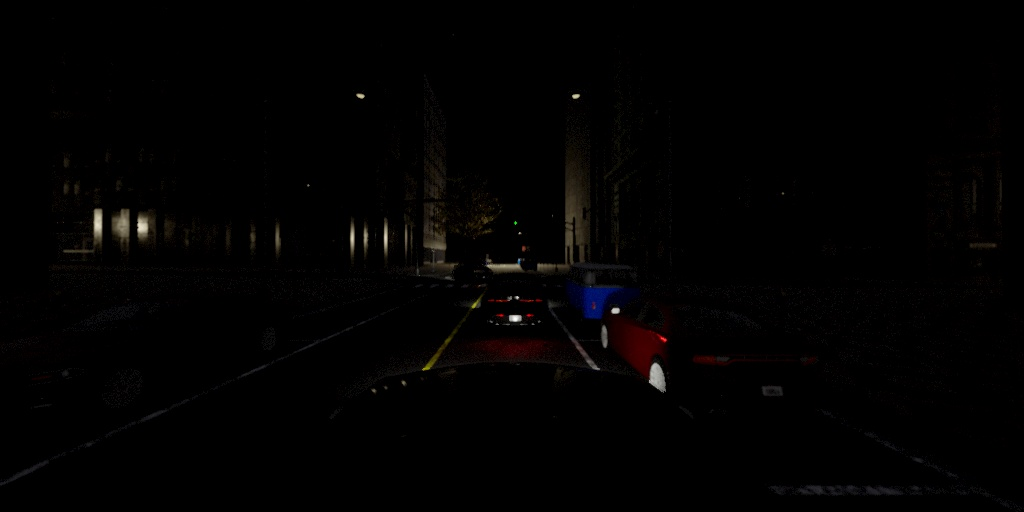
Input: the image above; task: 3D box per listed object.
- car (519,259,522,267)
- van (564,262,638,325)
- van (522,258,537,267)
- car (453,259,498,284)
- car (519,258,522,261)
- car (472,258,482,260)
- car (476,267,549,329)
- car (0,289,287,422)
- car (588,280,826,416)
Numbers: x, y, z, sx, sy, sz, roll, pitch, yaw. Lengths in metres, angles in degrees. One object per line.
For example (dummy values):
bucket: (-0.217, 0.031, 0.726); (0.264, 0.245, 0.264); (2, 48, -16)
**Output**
car: (2.567, 1.478, 54.963); (1.948, 1.339, 4.313); (0, 0, 0)
van: (2.742, 1.117, 11.567); (1.690, 1.789, 3.998); (0, 0, 0)
van: (2.587, 1.234, 49.551); (1.690, 1.789, 3.998); (0, 0, 0)
car: (-3.139, 1.290, 27.987); (2.128, 1.511, 4.902); (1, 0, -27)
car: (2.547, 1.476, 60.376); (1.888, 1.381, 4.507); (0, 0, 0)
car: (-5.957, 1.456, 54.701); (1.888, 1.381, 4.507); (0, 0, 0)
car: (0.067, 1.282, 11.306); (1.837, 1.490, 4.892); (0, 0, 0)
car: (-5.794, 1.306, 6.029); (1.888, 1.381, 4.507); (0, 0, 0)
car: (2.762, 1.306, 6.042); (1.888, 1.381, 4.507); (0, 0, 0)
